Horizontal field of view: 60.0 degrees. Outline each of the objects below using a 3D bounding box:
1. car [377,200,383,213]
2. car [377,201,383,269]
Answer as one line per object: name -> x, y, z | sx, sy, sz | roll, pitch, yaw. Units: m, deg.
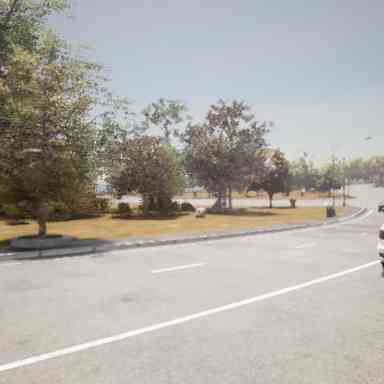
car -> 23.761, 1.734, 40.408 | 1.895, 1.301, 4.718 | -1, 1, 32
car -> 7.699, 1.363, 10.287 | 5.566, 2.045, 2.150 | 0, -1, -42
